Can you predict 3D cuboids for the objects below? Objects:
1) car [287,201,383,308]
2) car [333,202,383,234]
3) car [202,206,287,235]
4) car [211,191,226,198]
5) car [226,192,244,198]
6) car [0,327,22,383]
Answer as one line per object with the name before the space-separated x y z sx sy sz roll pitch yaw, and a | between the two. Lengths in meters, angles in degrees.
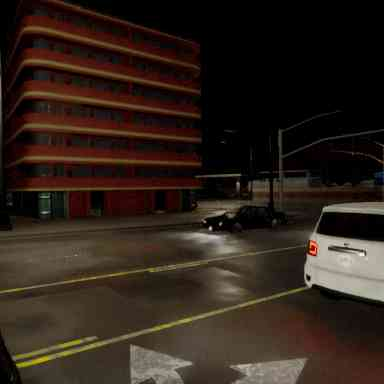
car | 4.767 1.218 7.130 5.566 2.045 2.150 0 0 -35
car | 10.827 1.463 20.149 5.008 1.535 1.882 0 0 -35
car | 3.154 1.522 19.063 5.357 1.411 2.033 0 0 -35
car | 7.393 0.671 89.321 4.611 1.667 2.242 -1 1 -35
car | 11.360 0.818 85.096 3.806 1.475 1.970 -1 1 -35
car | -3.674 1.222 1.131 5.566 2.045 2.150 0 0 -35
